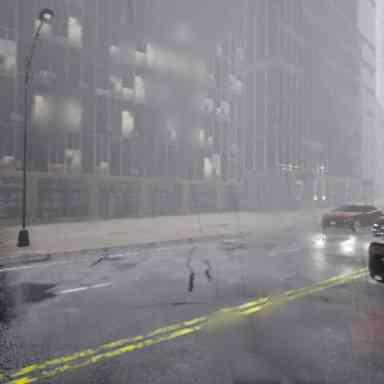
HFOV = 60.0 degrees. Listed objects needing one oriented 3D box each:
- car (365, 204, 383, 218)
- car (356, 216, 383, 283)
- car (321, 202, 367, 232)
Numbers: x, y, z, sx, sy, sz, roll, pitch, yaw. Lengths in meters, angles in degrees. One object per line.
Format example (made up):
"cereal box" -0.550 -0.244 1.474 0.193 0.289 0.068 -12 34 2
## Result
"car" 10.562 1.427 16.241 4.892 1.490 1.837 0 0 -40
"car" 6.314 1.437 8.332 5.008 1.535 1.882 0 0 -38
"car" 9.500 1.395 19.593 5.008 1.535 1.882 0 0 -41
